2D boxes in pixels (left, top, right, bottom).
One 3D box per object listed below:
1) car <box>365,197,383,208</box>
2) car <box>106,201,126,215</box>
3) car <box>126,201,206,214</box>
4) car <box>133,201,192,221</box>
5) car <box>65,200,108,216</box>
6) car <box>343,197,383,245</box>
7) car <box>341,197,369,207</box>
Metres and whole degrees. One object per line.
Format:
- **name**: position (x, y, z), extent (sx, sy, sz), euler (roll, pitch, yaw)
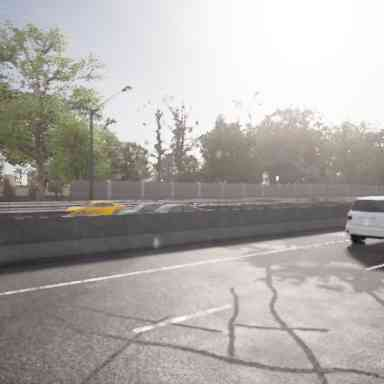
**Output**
- **car**: position (28.154, 1.524, 49.823), extent (4.892, 1.490, 1.837), euler (0, 0, -35)
- **car**: position (-3.250, 1.522, 23.171), extent (4.674, 1.442, 1.812), euler (0, 0, -35)
- **car**: position (-1.180, 1.474, 20.346), extent (5.008, 1.535, 1.882), euler (0, 0, -35)
- **car**: position (-2.415, 1.522, 28.064), extent (4.674, 1.442, 1.812), euler (0, 0, -35)
- **car**: position (-7.915, 1.474, 27.635), extent (5.008, 1.535, 1.882), euler (0, 0, -38)
- **car**: position (8.928, 1.218, 14.415), extent (5.566, 2.045, 2.150), euler (0, 0, -35)
- **car**: position (25.764, 1.524, 52.404), extent (4.892, 1.490, 1.837), euler (0, 0, -35)
